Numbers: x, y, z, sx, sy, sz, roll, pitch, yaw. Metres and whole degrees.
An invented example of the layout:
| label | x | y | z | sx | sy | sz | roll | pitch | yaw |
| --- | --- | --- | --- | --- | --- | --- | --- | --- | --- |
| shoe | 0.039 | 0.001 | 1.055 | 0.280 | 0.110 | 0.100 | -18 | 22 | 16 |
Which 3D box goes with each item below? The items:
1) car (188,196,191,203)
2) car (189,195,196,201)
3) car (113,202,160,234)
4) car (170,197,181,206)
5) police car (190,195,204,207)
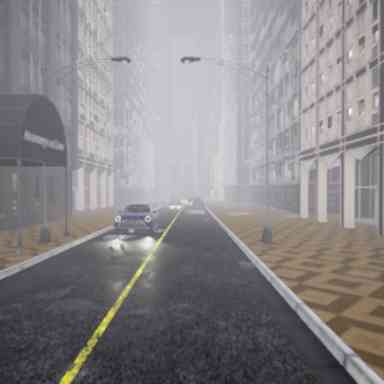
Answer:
| label | x | y | z | sx | sy | sz | roll | pitch | yaw |
| --- | --- | --- | --- | --- | --- | --- | --- | --- | --- |
| car | 0.014 | 1.631 | 73.180 | 1.837 | 1.490 | 4.892 | 0 | 0 | 0 |
| car | 0.017 | 1.671 | 90.815 | 1.882 | 1.535 | 5.008 | 0 | 0 | 0 |
| car | -3.096 | 1.408 | 19.316 | 2.097 | 1.767 | 4.553 | 0 | 0 | 0 |
| car | -3.023 | 1.700 | 61.574 | 2.128 | 1.511 | 4.902 | 0 | 0 | 1 |
| police car | 1.060 | 1.607 | 55.138 | 1.930 | 1.638 | 5.238 | 0 | 0 | 0 |
